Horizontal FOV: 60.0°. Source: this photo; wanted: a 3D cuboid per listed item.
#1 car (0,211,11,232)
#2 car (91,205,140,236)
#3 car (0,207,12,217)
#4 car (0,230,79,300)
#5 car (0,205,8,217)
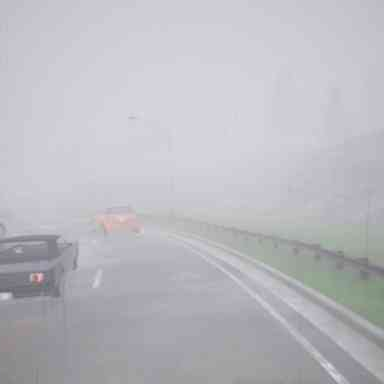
[{"bbox_3d":[-9.990,1.926,15.976,2.033,1.411,5.357,-2,0,-29],"label":"car"},{"bbox_3d":[-4.777,1.569,20.286,2.097,1.767,4.553,-2,0,-26],"label":"car"},{"bbox_3d":[-21.209,2.355,35.484,5.357,1.411,2.033,-2,0,39],"label":"car"},{"bbox_3d":[-4.115,1.763,8.635,1.895,1.301,4.718,-2,0,-12],"label":"car"},{"bbox_3d":[-26.569,2.488,43.865,5.008,1.535,1.882,-2,-1,35],"label":"car"}]
